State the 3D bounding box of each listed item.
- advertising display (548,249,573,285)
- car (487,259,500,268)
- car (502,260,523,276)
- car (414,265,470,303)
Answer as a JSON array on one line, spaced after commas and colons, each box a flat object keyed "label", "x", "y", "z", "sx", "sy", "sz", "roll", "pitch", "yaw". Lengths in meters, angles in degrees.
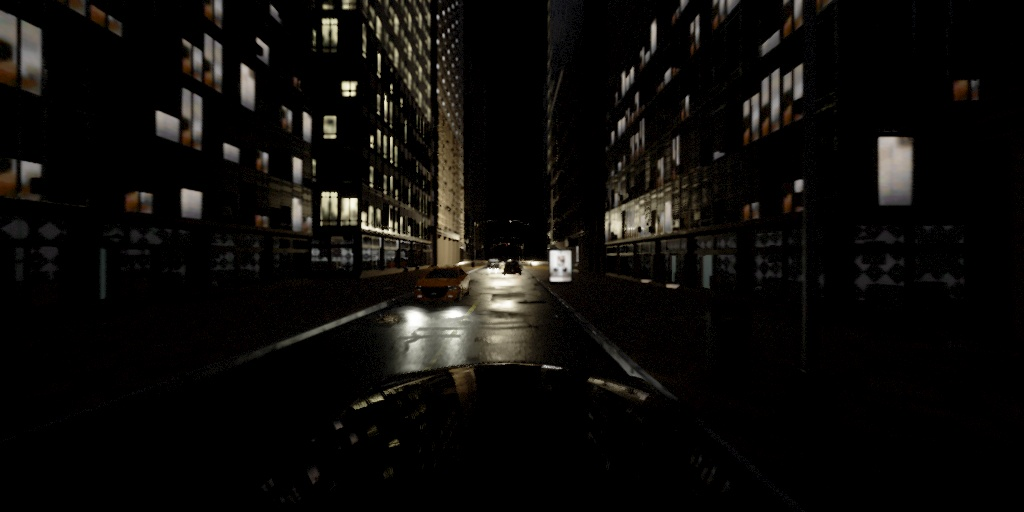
[{"label": "advertising display", "x": 3.138, "y": 0.769, "z": 23.184, "sx": 1.540, "sy": 2.440, "sz": 0.280, "roll": 0, "pitch": 0, "yaw": 0}, {"label": "car", "x": -3.036, "y": 1.219, "z": 59.100, "sx": 2.128, "sy": 1.511, "sz": 4.902, "roll": 0, "pitch": 0, "yaw": 1}, {"label": "car", "x": 0.062, "y": 1.264, "z": 37.683, "sx": 1.812, "sy": 1.442, "sz": 4.674, "roll": 0, "pitch": 0, "yaw": 0}, {"label": "car", "x": -3.096, "y": 1.223, "z": 16.701, "sx": 1.882, "sy": 1.535, "sz": 5.008, "roll": 0, "pitch": 0, "yaw": 0}]
